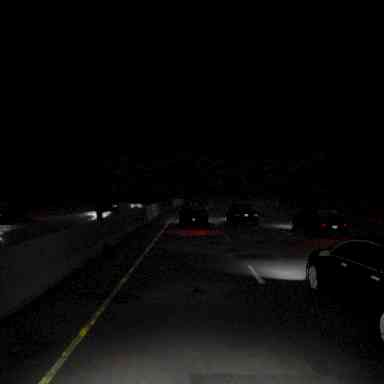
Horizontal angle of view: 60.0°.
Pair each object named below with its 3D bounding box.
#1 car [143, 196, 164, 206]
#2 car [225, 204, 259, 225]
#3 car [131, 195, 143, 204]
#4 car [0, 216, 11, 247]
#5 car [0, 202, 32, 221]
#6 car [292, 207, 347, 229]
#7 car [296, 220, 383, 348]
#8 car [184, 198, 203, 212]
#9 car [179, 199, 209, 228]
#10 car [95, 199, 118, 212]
[{"bbox_3d":[-5.858,1.650,53.913,2.033,1.411,5.357,0,0,9],"label":"car"},{"bbox_3d":[3.603,1.595,24.591,2.033,1.411,5.357,0,0,0],"label":"car"},{"bbox_3d":[-10.502,1.474,66.222,2.097,1.767,4.553,0,0,14],"label":"car"},{"bbox_3d":[-7.099,1.582,8.971,1.994,1.385,4.181,0,0,0],"label":"car"},{"bbox_3d":[-14.088,1.527,25.268,1.882,1.535,5.008,0,0,0],"label":"car"},{"bbox_3d":[7.102,1.562,18.834,1.812,1.442,4.674,0,0,0],"label":"car"},{"bbox_3d":[3.601,1.516,5.917,1.837,1.490,4.892,0,0,0],"label":"car"},{"bbox_3d":[0.243,1.570,41.549,2.128,1.511,4.902,0,0,2],"label":"car"},{"bbox_3d":[0.103,1.521,22.771,1.882,1.535,5.008,0,0,0],"label":"car"},{"bbox_3d":[-10.423,1.570,40.923,2.128,1.511,4.902,0,0,2],"label":"car"}]
